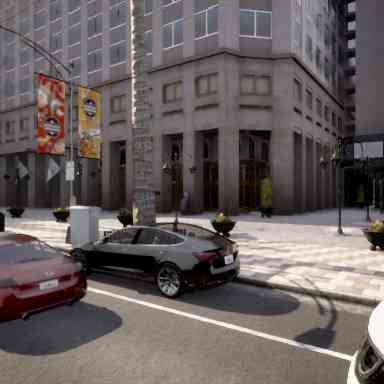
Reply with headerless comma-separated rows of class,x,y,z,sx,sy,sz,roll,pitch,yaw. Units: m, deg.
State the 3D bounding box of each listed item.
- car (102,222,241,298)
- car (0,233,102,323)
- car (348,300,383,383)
car,-1.109,1.513,8.579,4.786,1.482,2.161,0,0,35
car,-4.088,1.564,6.904,4.181,1.385,1.994,0,0,36
car,3.684,1.219,1.358,5.566,2.045,2.150,0,0,36
